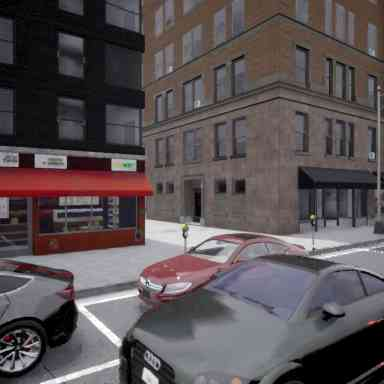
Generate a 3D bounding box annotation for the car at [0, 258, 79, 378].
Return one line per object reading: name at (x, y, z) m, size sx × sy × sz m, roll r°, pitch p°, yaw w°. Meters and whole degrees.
car at (-3.597, 1.566, 3.969) m, size 4.313 × 1.339 × 1.947 m, roll 0°, pitch 0°, yaw -35°

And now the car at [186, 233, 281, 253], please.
car at (0.884, 1.582, 7.160) m, size 4.206 × 1.307 × 1.802 m, roll 0°, pitch 0°, yaw -35°

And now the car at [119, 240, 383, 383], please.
car at (1.234, 1.564, 4.254) m, size 4.181 × 1.385 × 1.994 m, roll 0°, pitch 0°, yaw -35°
